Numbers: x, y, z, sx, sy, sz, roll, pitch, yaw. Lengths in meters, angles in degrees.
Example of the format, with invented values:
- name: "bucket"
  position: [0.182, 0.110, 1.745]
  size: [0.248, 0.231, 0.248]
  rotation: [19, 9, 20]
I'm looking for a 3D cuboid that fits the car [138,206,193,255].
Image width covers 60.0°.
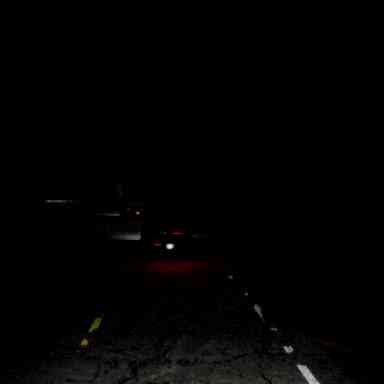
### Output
- name: "car"
  position: [-1.149, 1.564, 13.658]
  size: [1.837, 1.490, 4.892]
  rotation: [0, 1, -10]

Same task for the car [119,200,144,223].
- name: "car"
  position: [-5.114, 1.455, 28.736]
  size: [1.812, 1.442, 4.674]
  rotation: [0, 1, -20]

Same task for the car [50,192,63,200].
- name: "car"
  position: [-24.396, 0.698, 59.677]
  size: [1.837, 1.490, 4.892]
  rotation: [0, 1, -28]
